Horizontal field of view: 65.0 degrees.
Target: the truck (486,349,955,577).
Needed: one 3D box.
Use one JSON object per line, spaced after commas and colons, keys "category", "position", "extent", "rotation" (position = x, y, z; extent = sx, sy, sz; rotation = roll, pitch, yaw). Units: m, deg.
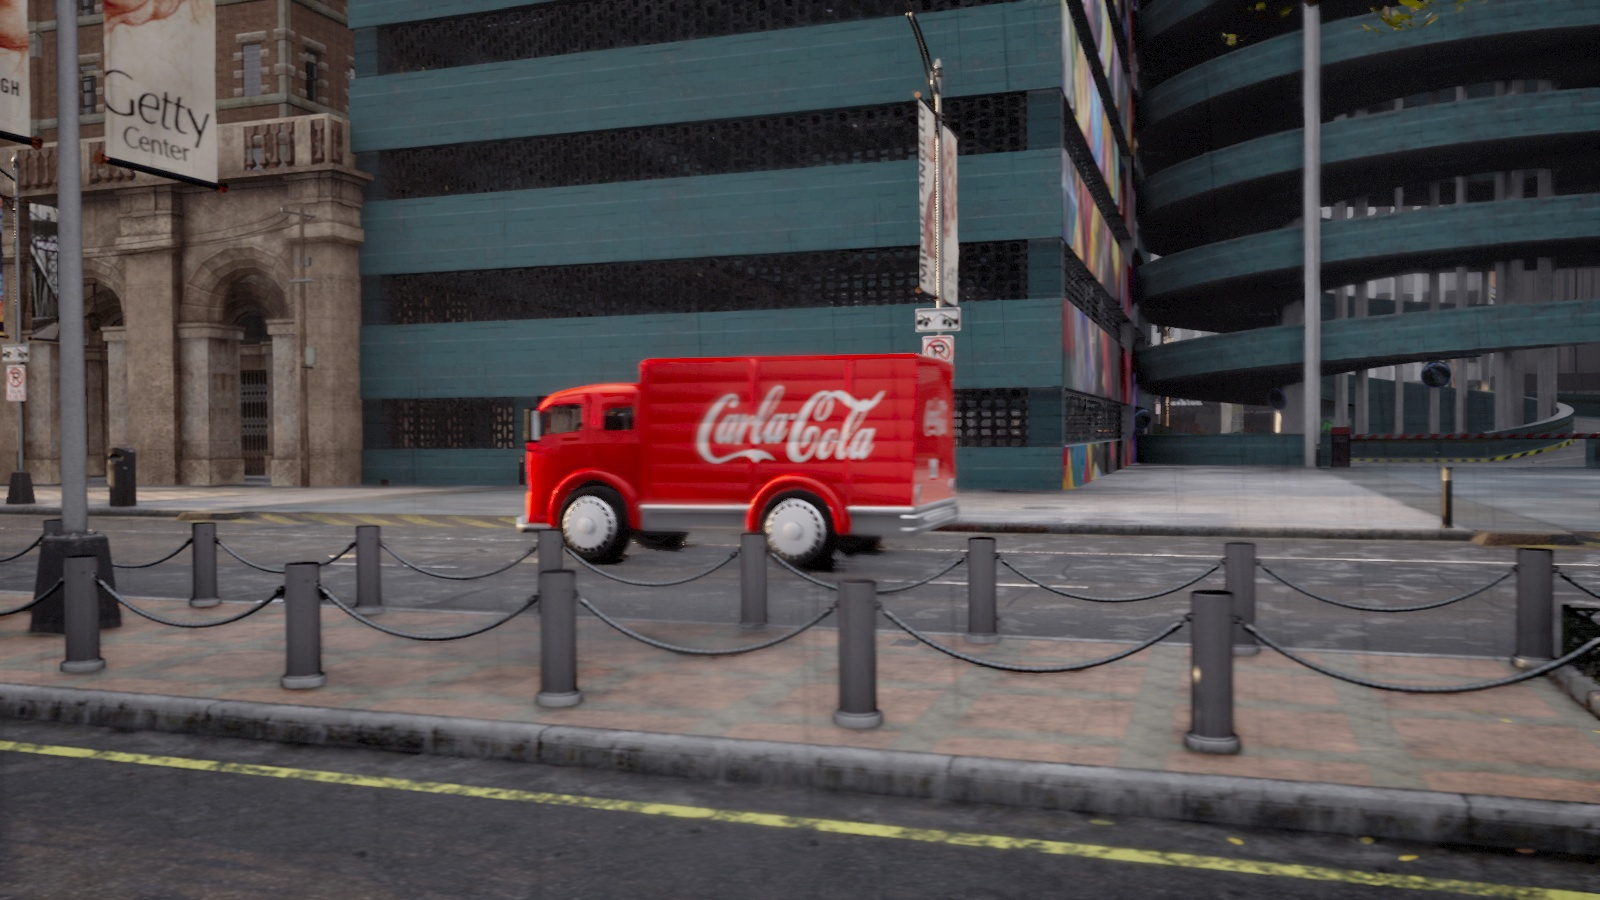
{"category": "truck", "position": [-0.913, 0.110, 15.625], "extent": [5.204, 2.467, 2.627], "rotation": [0, 1, 19]}
